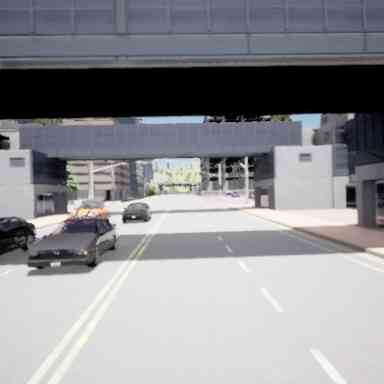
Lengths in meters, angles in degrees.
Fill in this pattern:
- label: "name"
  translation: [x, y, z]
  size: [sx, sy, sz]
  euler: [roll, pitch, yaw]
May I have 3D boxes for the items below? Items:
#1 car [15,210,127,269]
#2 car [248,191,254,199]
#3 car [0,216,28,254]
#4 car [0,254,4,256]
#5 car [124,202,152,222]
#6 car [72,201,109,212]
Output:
- label: "car"
  translation: [-3.914, 1.643, 11.983]
  size: [2.033, 1.411, 5.357]
  euler: [-2, 0, -2]
- label: "car"
  translation: [14.187, 0.727, 77.702]
  size: [1.932, 1.855, 4.605]
  euler: [-2, 0, -2]
- label: "car"
  translation: [-7.419, 1.680, 12.144]
  size: [2.128, 1.511, 4.902]
  euler: [-2, 0, -2]
- label: "car"
  translation: [-3.615, 1.658, 2.749]
  size: [1.994, 1.385, 4.181]
  euler: [-2, 0, -2]
- label: "car"
  translation: [-4.383, 1.576, 27.012]
  size: [1.882, 1.535, 5.008]
  euler: [-2, 0, -2]
- label: "car"
  translation: [-7.847, 1.543, 25.836]
  size: [2.097, 1.767, 4.553]
  euler: [-2, 0, -1]
